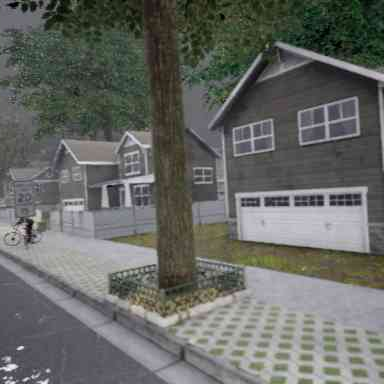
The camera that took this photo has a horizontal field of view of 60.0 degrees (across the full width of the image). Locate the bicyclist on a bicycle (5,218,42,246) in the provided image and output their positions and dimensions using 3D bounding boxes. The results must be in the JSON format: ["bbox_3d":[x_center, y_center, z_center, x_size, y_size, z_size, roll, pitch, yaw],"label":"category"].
[{"bbox_3d":[-8.131,1.737,16.058,1.656,1.620,0.582,-3,0,-39],"label":"bicyclist on a bicycle"}]
